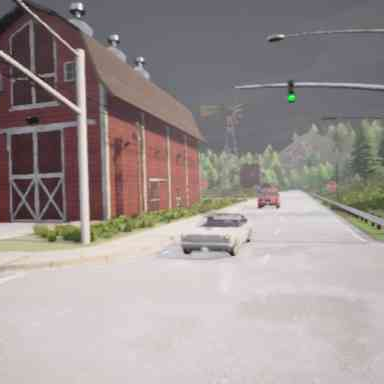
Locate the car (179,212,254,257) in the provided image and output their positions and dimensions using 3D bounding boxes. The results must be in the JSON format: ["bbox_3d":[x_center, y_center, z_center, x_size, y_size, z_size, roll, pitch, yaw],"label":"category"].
[{"bbox_3d":[1.117,1.497,12.742,1.895,1.301,4.718,-2,0,19],"label":"car"}]

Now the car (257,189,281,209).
[{"bbox_3d":[8.448,0.748,36.262,2.150,2.045,5.566,-2,1,17],"label":"car"}]
